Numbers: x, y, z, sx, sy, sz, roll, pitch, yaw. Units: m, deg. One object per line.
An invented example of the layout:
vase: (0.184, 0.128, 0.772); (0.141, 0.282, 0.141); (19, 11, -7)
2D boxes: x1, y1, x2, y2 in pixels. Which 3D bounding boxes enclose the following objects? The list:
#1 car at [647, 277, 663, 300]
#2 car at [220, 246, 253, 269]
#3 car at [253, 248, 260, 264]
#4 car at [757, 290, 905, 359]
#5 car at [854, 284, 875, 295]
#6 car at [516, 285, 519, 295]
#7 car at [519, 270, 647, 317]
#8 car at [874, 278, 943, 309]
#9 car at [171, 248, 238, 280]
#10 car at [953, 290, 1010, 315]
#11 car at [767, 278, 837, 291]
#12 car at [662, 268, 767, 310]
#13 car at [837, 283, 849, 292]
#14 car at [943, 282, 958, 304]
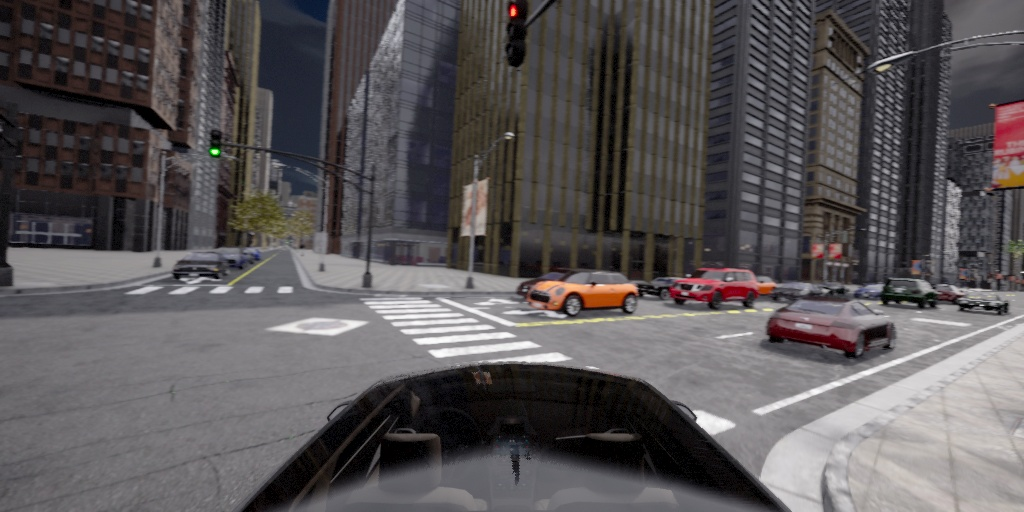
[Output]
car: (9.742, 1.989, 22.401); (4.718, 1.301, 1.895); (3, 0, -32)
car: (-21.884, 0.053, 27.820); (2.097, 1.767, 4.553); (3, 0, -32)
car: (-26.424, 0.058, 35.162); (1.994, 1.385, 4.181); (3, 0, -32)
car: (9.183, 1.871, 10.282); (4.181, 1.385, 1.994); (3, 0, -32)
car: (33.424, 3.319, 33.052); (4.674, 1.442, 1.812); (3, 0, -32)
car: (2.293, 1.518, 17.814); (4.181, 1.385, 1.994); (3, 0, -32)
car: (2.867, 1.324, 14.342); (4.553, 1.767, 2.097); (3, 0, -32)
car: (29.979, 2.759, 27.056); (5.566, 2.045, 2.150); (3, 0, -31)
car: (-16.958, 0.473, 19.827); (2.033, 1.411, 5.357); (3, 0, -32)
car: (33.315, 3.318, 25.291); (4.718, 1.301, 1.895); (3, 0, -31)
car: (20.034, 2.521, 24.914); (5.357, 1.411, 2.033); (3, 0, -32)
car: (11.011, 1.667, 19.356); (5.566, 2.045, 2.150); (3, 0, -32)
car: (31.518, 3.260, 35.698); (4.718, 1.301, 1.895); (3, 0, -32)
car: (40.239, 3.489, 33.411); (4.553, 1.767, 2.097); (3, 0, -31)
